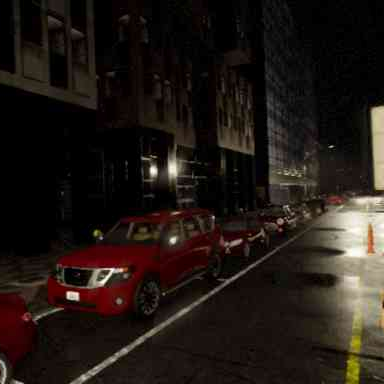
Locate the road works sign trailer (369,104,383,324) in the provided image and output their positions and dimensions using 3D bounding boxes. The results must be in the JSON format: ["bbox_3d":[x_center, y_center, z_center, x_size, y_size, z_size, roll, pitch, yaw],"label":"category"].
[{"bbox_3d":[3.929,0.350,4.719,2.380,3.560,2.880,-3,-1,28],"label":"road works sign trailer"}]

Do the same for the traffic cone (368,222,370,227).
[{"bbox_3d":[8.032,1.774,15.014,0.340,0.580,0.340,-3,-1,28],"label":"traffic cone"}]

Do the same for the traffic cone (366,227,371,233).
[{"bbox_3d":[7.092,1.795,13.248,0.340,0.580,0.340,-3,-1,28],"label":"traffic cone"}]

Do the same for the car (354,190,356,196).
[{"bbox_3d":[38.614,0.804,82.077,1.887,1.381,4.507,-3,-1,28],"label":"car"}]

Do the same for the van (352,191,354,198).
[{"bbox_3d":[35.974,0.656,77.134,1.690,1.788,3.998,-3,-1,28],"label":"van"}]

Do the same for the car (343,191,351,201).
[{"bbox_3d":[28.083,0.922,62.297,1.967,1.590,4.097,-3,-1,28],"label":"car"}]

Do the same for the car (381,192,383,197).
[{"bbox_3d":[46.136,0.461,78.081,1.887,1.381,4.507,-3,-1,28],"label":"car"}]

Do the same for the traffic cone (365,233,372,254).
[{"bbox_3d":[6.153,1.816,11.483,0.340,0.580,0.340,-3,-1,28],"label":"traffic cone"}]

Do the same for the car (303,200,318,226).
[{"bbox_3d":[7.038,1.484,22.733,2.008,1.369,4.403,-3,-1,28],"label":"car"}]

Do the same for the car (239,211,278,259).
[{"bbox_3d":[1.777,1.633,12.841,1.802,1.307,4.206,-3,-1,28],"label":"car"}]

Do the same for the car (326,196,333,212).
[{"bbox_3d":[12.301,1.384,32.622,1.947,1.339,4.313,-3,-1,28],"label":"car"}]

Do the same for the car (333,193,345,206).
[{"bbox_3d":[20.194,1.194,47.459,1.887,1.381,4.507,-3,-1,28],"label":"car"}]

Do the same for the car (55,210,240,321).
[{"bbox_3d":[-0.866,1.426,7.899,2.192,1.841,5.009,-3,-1,28],"label":"car"}]

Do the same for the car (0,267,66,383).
[{"bbox_3d":[-3.486,1.752,2.950,1.802,1.307,4.206,-3,-1,28],"label":"car"}]

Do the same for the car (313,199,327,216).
[{"bbox_3d":[9.670,1.442,27.677,1.947,1.339,4.313,-3,-1,28],"label":"car"}]

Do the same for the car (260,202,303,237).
[{"bbox_3d":[4.402,1.432,17.788,1.967,1.590,4.097,-3,-1,28],"label":"car"}]
